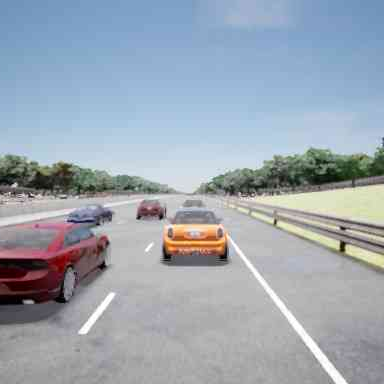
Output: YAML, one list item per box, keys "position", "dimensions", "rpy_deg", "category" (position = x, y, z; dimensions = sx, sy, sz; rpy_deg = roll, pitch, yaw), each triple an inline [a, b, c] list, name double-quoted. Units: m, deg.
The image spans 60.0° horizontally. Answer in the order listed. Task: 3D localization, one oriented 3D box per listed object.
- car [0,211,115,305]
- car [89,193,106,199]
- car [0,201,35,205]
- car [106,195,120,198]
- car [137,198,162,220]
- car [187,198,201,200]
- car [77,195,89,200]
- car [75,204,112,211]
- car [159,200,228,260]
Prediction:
- position: [-3.413, 1.470, 8.171]
  dimensions: [1.882, 1.535, 5.008]
  rpy_deg: [0, 0, 0]
  category: "car"
- position: [-20.754, 1.137, 74.985]
  dimensions: [2.150, 2.045, 5.566]
  rpy_deg: [0, 0, 0]
  category: "car"
- position: [-17.501, 1.572, 34.402]
  dimensions: [1.895, 1.301, 4.718]
  rpy_deg: [0, 0, 0]
  category: "car"
- position: [-17.254, 1.436, 75.002]
  dimensions: [1.812, 1.442, 4.674]
  rpy_deg: [0, 0, 0]
  category: "car"
- position: [-3.334, 1.327, 28.377]
  dimensions: [2.097, 1.767, 4.553]
  rpy_deg: [0, 0, 0]
  category: "car"
- position: [0.166, 1.327, 28.358]
  dimensions: [2.097, 1.767, 4.553]
  rpy_deg: [0, 0, 0]
  category: "car"
- position: [-24.256, 1.469, 74.611]
  dimensions: [1.994, 1.385, 4.181]
  rpy_deg: [0, 0, 0]
  category: "car"
- position: [-6.864, 1.528, 23.096]
  dimensions: [2.033, 1.411, 5.357]
  rpy_deg: [0, 0, 0]
  category: "car"
- position: [0.112, 1.341, 12.475]
  dimensions: [2.097, 1.767, 4.553]
  rpy_deg: [0, 0, 0]
  category: "car"
